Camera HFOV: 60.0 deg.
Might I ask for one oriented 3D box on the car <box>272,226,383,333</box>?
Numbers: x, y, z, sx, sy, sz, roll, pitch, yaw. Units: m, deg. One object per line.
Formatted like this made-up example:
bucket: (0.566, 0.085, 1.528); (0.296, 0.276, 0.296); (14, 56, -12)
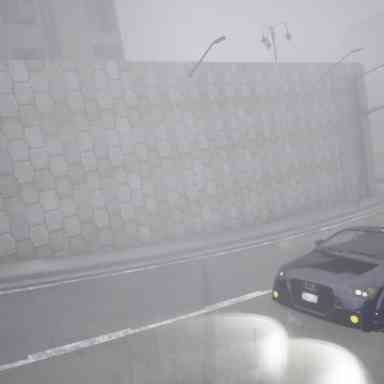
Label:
car: (3.499, 1.406, 6.476); (4.181, 1.385, 1.994); (-3, 2, -35)
